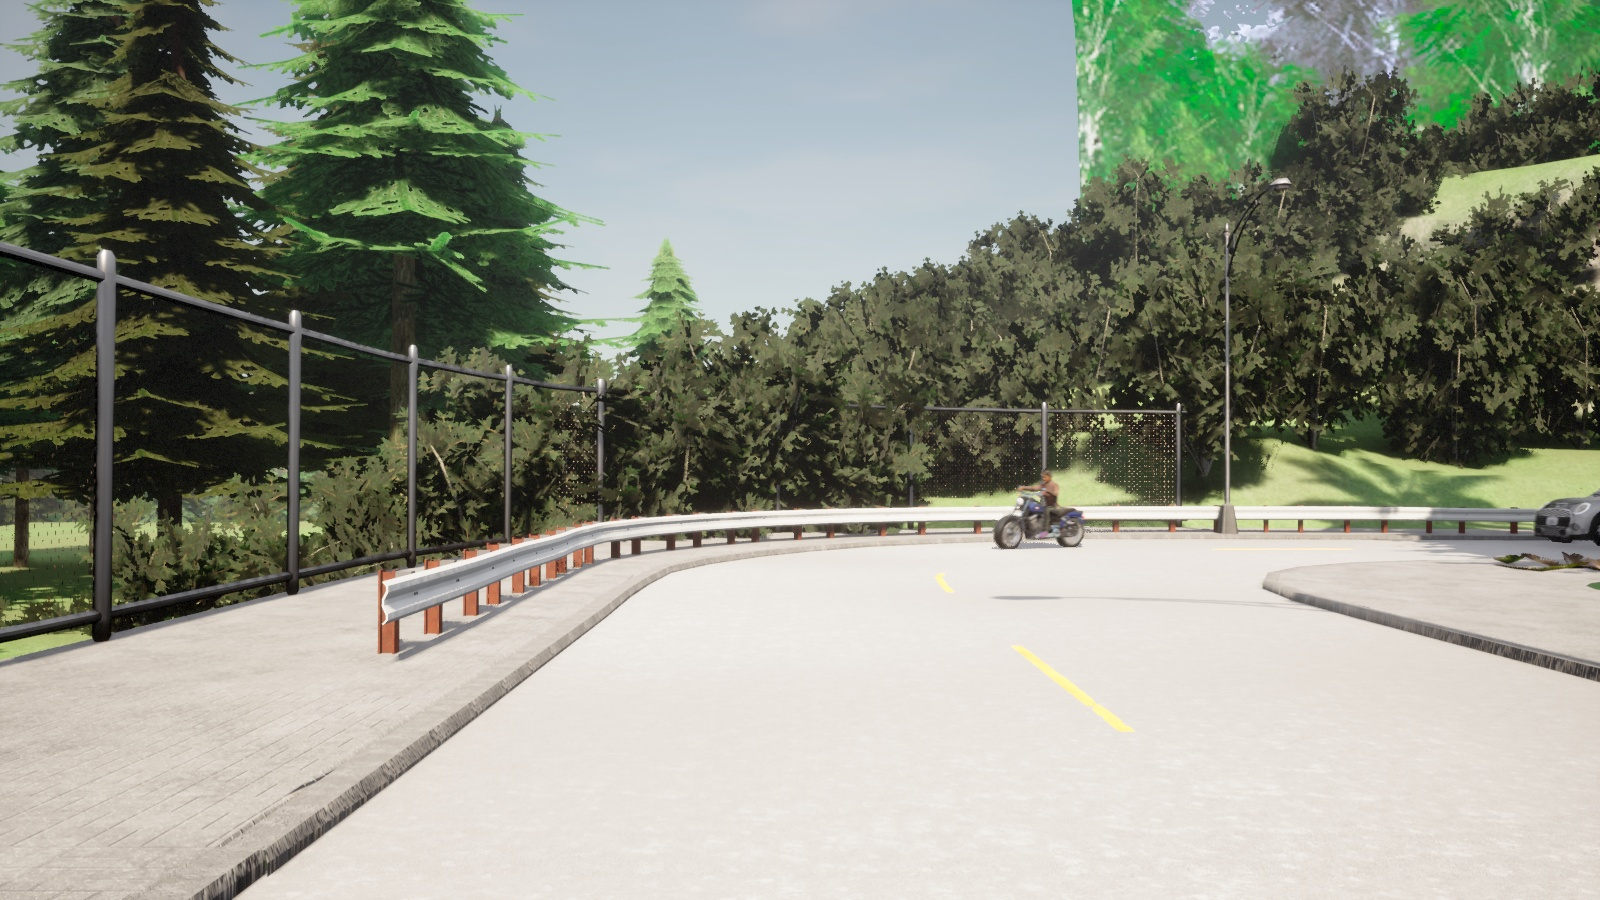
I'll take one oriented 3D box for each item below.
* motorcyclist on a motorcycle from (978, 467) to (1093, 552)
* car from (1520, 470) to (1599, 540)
[{"bbox_3d":[4.782,1.173,25.420,2.350,1.649,0.766,0,0,-30],"label":"motorcyclist on a motorcycle"},{"bbox_3d":[18.259,1.168,27.511,3.806,1.475,1.970,0,-1,0],"label":"car"}]
